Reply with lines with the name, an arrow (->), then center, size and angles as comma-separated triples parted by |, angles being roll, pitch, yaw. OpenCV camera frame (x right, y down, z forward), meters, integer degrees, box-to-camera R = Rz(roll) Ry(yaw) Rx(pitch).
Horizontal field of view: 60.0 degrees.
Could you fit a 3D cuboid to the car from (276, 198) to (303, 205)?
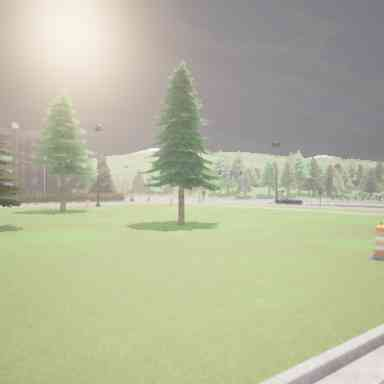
car -> 17.129, 1.652, 58.596 | 1.895, 1.301, 4.718 | 0, 0, -35
